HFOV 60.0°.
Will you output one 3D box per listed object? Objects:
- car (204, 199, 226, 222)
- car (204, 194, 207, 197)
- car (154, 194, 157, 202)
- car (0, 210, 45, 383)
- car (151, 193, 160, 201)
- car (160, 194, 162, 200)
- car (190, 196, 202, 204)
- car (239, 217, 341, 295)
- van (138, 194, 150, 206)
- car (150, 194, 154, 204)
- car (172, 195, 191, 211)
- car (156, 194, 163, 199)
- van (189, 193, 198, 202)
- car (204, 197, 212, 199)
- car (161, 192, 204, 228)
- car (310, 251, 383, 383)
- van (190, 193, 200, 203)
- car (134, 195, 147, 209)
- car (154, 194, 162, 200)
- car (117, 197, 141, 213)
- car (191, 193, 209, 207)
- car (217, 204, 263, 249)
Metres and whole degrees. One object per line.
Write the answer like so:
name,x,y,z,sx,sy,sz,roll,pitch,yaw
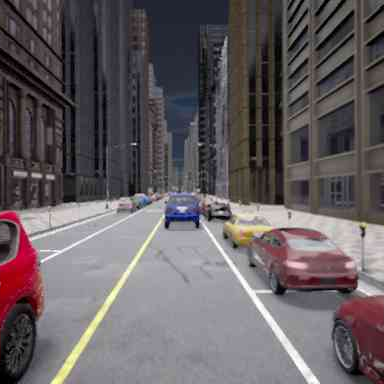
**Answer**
car,1.910,1.467,25.196,1.947,1.339,4.313,0,0,-2
car,1.504,1.308,36.425,1.967,1.590,4.097,0,0,-2
car,-7.823,1.424,58.563,1.947,1.339,4.313,0,0,-2
car,-3.038,1.232,2.391,2.150,2.045,5.566,0,0,-2
car,-8.228,1.409,69.792,1.802,1.307,4.206,0,0,-2
car,-8.432,1.127,75.406,2.192,1.841,5.009,0,0,-2
car,0.696,1.353,58.886,2.008,1.369,4.403,0,0,-2
car,2.517,1.535,8.350,1.802,1.307,4.206,0,0,-2
van,-7.420,1.231,47.332,1.690,1.788,3.998,0,0,-2
car,-7.621,1.419,52.948,1.887,1.381,4.507,0,0,-2
car,-1.288,1.226,39.786,2.097,1.767,4.553,0,0,-2
car,-9.037,1.350,92.251,1.802,1.307,4.206,0,0,-2
van,0.289,1.113,70.116,1.690,1.788,3.998,0,0,-2
car,1.708,1.429,30.811,1.887,1.381,4.507,0,0,-2
car,-0.650,1.151,21.882,2.150,2.045,5.566,0,0,-2
car,2.720,1.554,2.736,1.802,1.307,4.206,0,0,-2
van,0.492,1.128,64.501,1.690,1.788,3.998,0,0,-2
car,-7.216,1.473,41.719,1.947,1.339,4.313,0,0,-2
car,-8.835,1.328,86.636,1.887,1.381,4.507,0,0,-2
car,-7.013,1.505,36.104,1.802,1.307,4.206,0,0,-2
car,1.099,1.150,47.655,2.192,1.841,5.009,0,0,-2
car,2.308,1.459,14.135,1.752,1.417,4.829,0,0,-2
